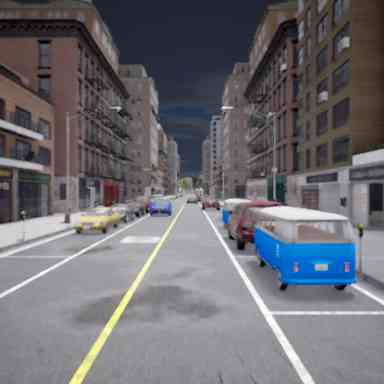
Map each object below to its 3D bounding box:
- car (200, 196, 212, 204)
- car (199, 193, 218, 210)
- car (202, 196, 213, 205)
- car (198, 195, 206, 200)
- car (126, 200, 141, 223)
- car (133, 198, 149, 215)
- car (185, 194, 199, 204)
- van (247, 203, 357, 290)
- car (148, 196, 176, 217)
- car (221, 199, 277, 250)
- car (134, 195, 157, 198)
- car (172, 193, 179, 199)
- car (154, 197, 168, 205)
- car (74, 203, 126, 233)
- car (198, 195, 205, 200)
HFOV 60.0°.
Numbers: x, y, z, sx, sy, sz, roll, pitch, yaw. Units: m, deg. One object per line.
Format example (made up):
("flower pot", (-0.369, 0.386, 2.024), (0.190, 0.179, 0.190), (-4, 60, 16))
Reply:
("car", (2.664, 1.513, 62.836), (2.008, 1.369, 4.403), (0, 0, 0))
("car", (2.279, 1.327, 42.070), (2.097, 1.767, 4.553), (0, 0, 0))
("car", (2.667, 1.490, 57.600), (1.752, 1.417, 4.829), (0, 0, 0))
("car", (2.672, 1.497, 89.712), (2.008, 1.369, 4.403), (0, 0, 0))
("car", (-5.388, 1.536, 24.995), (2.008, 1.369, 4.403), (0, 0, 0))
("car", (-5.385, 1.548, 30.401), (1.947, 1.339, 4.313), (0, 0, 0))
("car", (0.026, 1.527, 62.233), (1.994, 1.385, 4.181), (0, 0, 0))
("van", (2.693, 1.336, 8.774), (1.690, 1.788, 3.998), (0, 0, 0))
("car", (-2.834, 1.458, 31.551), (1.882, 1.535, 5.008), (0, 0, 0))
("car", (2.690, 1.306, 14.181), (2.192, 1.841, 5.009), (0, 0, 0))
("car", (-5.381, 1.294, 35.807), (2.192, 1.841, 5.009), (0, 0, 0))
("car", (-5.351, 1.469, 95.226), (1.752, 1.417, 4.829), (0, 0, 0))
("car", (-5.367, 1.517, 57.432), (2.008, 1.369, 4.403), (0, 0, 0))
("car", (-5.392, 1.514, 19.420), (1.752, 1.417, 4.829), (0, 0, 0))
("car", (2.674, 1.524, 95.394), (1.802, 1.307, 4.206), (0, 0, 0))
